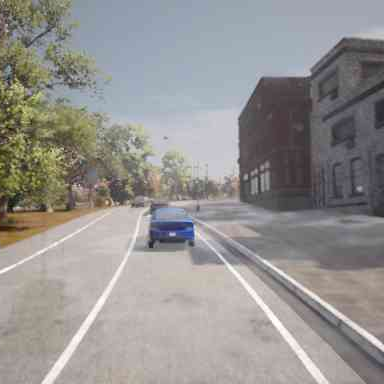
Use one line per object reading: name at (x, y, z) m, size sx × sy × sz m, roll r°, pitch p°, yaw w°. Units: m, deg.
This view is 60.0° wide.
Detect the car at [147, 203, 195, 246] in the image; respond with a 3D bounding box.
car at (-1.015, 1.477, 15.267) m, size 1.882 × 1.535 × 5.008 m, roll 0°, pitch 0°, yaw -6°

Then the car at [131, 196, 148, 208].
car at (-6.999, 1.348, 45.322) m, size 1.837 × 1.490 × 4.892 m, roll -1°, pitch 0°, yaw 3°

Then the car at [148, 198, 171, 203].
car at (-3.235, 1.418, 33.658) m, size 1.837 × 1.490 × 4.892 m, roll 0°, pitch 1°, yaw -5°
